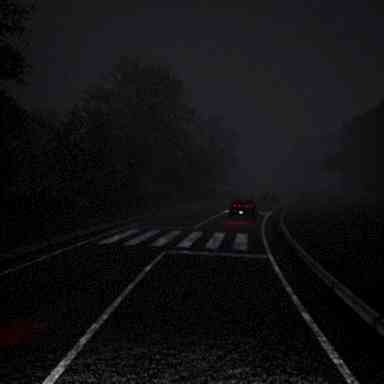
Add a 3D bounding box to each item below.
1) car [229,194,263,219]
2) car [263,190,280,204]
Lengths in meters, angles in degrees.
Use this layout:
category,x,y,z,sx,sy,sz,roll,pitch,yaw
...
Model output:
category,x,y,z,sx,sy,sz,roll,pitch,yaw
car,3.849,1.024,24.029,1.837,1.490,4.892,1,2,15
car,9.650,0.535,40.606,1.882,1.535,5.008,2,2,21
